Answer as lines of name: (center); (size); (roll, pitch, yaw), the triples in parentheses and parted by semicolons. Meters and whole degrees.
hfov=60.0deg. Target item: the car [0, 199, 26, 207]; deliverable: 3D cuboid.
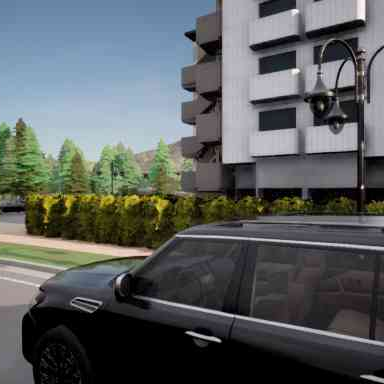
car: (-18.192, 1.491, 33.490); (2.128, 1.511, 4.902); (0, 0, 33)

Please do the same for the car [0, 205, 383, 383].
car: (0.743, 1.221, 3.139); (5.566, 2.045, 2.150); (0, 0, 34)
